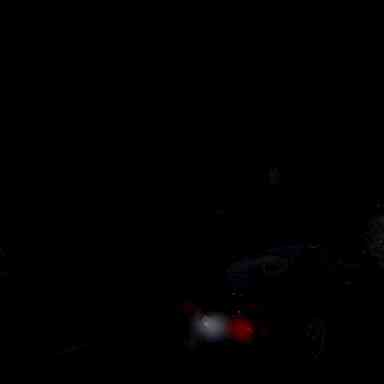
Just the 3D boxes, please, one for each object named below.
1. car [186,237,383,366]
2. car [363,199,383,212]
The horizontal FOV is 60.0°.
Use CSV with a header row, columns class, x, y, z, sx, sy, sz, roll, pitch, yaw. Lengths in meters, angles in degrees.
class,x,y,z,sx,sy,sz,roll,pitch,yaw
car,1.996,1.538,5.828,4.674,1.442,1.812,0,0,-40
car,20.893,1.520,37.428,2.033,1.411,5.357,1,0,13
